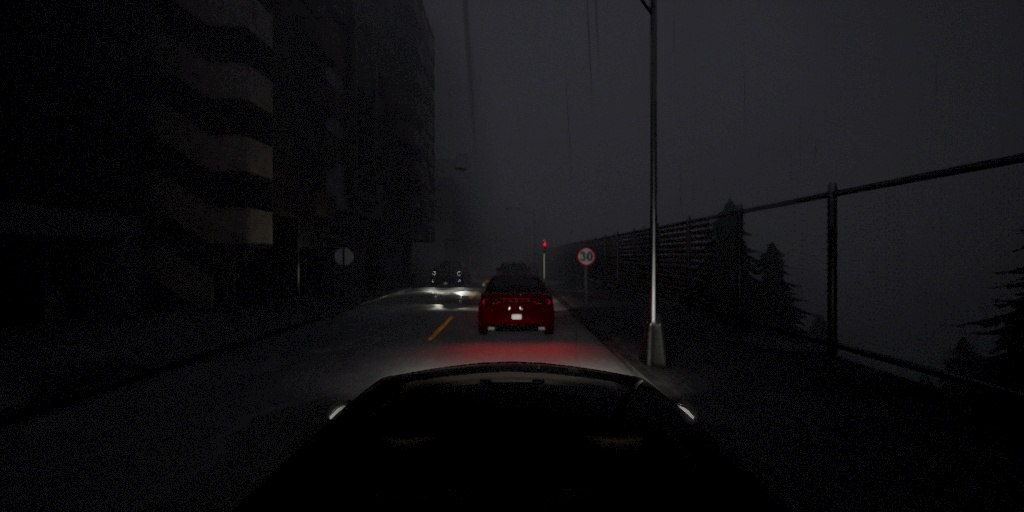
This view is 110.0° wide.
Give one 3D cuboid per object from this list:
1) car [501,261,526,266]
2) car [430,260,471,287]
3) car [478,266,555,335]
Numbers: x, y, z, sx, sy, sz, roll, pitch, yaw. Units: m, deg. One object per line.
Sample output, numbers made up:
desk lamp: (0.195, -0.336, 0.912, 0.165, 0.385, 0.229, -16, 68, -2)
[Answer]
car: (0.099, 1.093, 20.947, 2.097, 1.767, 4.553, 0, 0, 0)
car: (-4.054, 1.091, 24.168, 2.097, 1.767, 4.553, 0, 0, 0)
car: (0.098, 1.223, 10.578, 1.882, 1.535, 5.008, 0, 0, 0)
